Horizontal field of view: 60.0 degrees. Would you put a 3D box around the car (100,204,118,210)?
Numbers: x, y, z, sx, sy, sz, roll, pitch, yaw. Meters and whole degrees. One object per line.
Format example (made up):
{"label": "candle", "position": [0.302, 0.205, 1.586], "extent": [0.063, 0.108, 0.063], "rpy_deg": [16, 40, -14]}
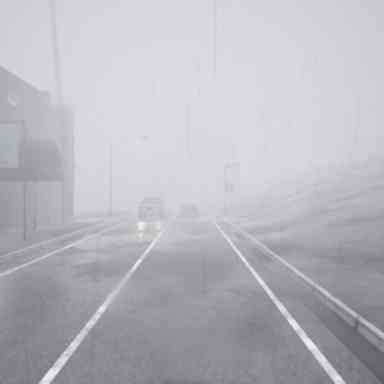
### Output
{"label": "car", "position": [-17.227, 3.171, 69.100], "extent": [1.895, 1.301, 4.718], "rpy_deg": [-1, -2, -41]}

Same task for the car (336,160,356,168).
{"label": "car", "position": [22.134, -3.622, 45.583], "extent": [2.002, 1.452, 4.674], "rpy_deg": [0, 1, -2]}

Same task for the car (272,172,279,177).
{"label": "car", "position": [21.319, -4.074, 78.749], "extent": [2.185, 1.767, 4.553], "rpy_deg": [0, 0, -1]}

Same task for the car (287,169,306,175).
{"label": "car", "position": [21.553, -3.994, 67.582], "extent": [2.185, 1.767, 4.553], "rpy_deg": [0, 0, -1]}

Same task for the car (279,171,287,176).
{"label": "car", "position": [21.438, -3.868, 73.075], "extent": [2.002, 1.452, 4.674], "rpy_deg": [0, 0, -1]}

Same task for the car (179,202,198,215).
{"label": "car", "position": [-0.390, 1.850, 37.503], "extent": [1.812, 1.442, 4.674], "rpy_deg": [0, -1, -6]}

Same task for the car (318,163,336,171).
{"label": "car", "position": [21.905, -3.734, 51.126], "extent": [2.231, 1.521, 4.892], "rpy_deg": [0, 1, -1]}

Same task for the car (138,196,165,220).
{"label": "car", "position": [-3.675, 1.435, 30.903], "extent": [2.150, 2.045, 5.566], "rpy_deg": [0, -1, -2]}

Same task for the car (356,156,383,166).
{"label": "car", "position": [22.481, -3.586, 40.045], "extent": [2.097, 1.535, 5.008], "rpy_deg": [0, 1, -4]}

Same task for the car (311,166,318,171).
{"label": "car", "position": [21.781, -3.787, 56.644], "extent": [2.231, 1.521, 4.892], "rpy_deg": [0, 0, -1]}

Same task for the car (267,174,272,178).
{"label": "car", "position": [21.204, -4.109, 84.268], "extent": [2.185, 1.767, 4.553], "rpy_deg": [0, 0, -1]}
